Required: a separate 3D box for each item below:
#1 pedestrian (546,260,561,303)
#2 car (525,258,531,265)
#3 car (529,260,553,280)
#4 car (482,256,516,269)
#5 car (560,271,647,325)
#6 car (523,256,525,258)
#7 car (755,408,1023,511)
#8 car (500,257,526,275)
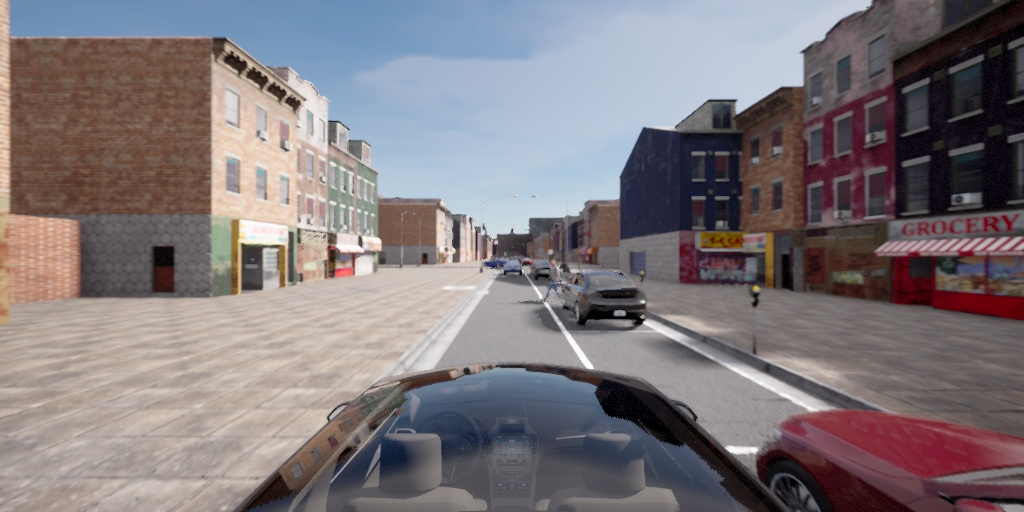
[{"bbox_3d":[1.680,0.976,14.510,0.375,1.860,0.375,0,0,0],"label":"pedestrian"},{"bbox_3d":[2.643,1.140,34.967,2.007,1.370,4.403,0,0,0],"label":"car"},{"bbox_3d":[2.642,1.178,29.292,1.948,1.339,4.313,0,0,0],"label":"car"},{"bbox_3d":[-2.227,1.006,50.221,1.882,1.535,5.008,1,0,-44],"label":"car"},{"bbox_3d":[2.752,1.203,11.560,1.837,1.490,4.892,0,0,0],"label":"car"},{"bbox_3d":[2.648,1.045,63.997,1.888,1.381,4.507,0,0,0],"label":"car"},{"bbox_3d":[2.638,1.337,0.922,1.802,1.307,4.207,0,0,0],"label":"car"},{"bbox_3d":[0.087,1.132,36.368,2.033,1.411,5.357,0,0,0],"label":"car"}]
